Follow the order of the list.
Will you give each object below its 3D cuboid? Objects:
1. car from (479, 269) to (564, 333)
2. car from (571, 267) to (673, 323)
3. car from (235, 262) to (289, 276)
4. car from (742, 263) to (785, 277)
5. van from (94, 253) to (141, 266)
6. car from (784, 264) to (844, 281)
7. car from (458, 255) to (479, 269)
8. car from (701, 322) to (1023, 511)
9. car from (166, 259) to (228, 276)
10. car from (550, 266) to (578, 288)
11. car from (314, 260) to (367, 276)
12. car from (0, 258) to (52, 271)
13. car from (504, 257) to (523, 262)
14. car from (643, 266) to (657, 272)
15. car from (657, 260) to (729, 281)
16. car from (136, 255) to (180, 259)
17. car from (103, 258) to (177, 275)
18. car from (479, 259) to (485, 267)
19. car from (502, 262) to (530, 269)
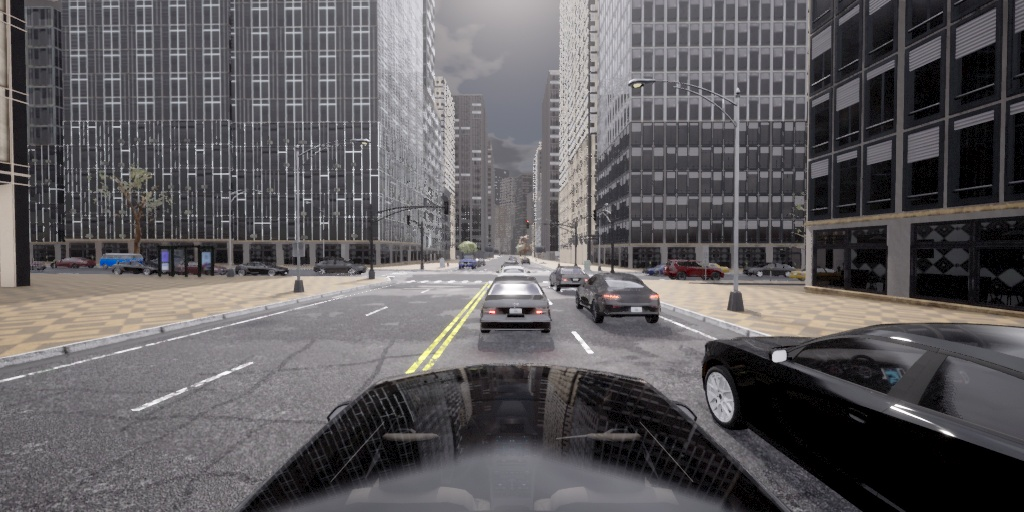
[{"bbox_3d":[0.094,1.293,10.660,2.033,1.411,5.357,0,0,0],"label":"car"},{"bbox_3d":[3.344,1.271,11.930,1.812,1.442,4.674,0,0,0],"label":"car"},{"bbox_3d":[-22.756,1.172,32.666,4.313,1.339,1.948,0,0,1],"label":"car"},{"bbox_3d":[27.012,1.458,37.769,4.892,1.490,1.837,1,1,1],"label":"car"},{"bbox_3d":[-45.319,0.603,41.615,3.998,1.789,1.690,0,0,1],"label":"van"},{"bbox_3d":[27.618,1.577,31.982,4.829,1.417,1.751,0,0,1],"label":"car"},{"bbox_3d":[-6.639,0.933,53.890,2.150,2.045,5.566,0,0,0],"label":"car"},{"bbox_3d":[3.344,1.227,2.584,1.882,1.535,5.008,0,0,0],"label":"car"},{"bbox_3d":[-28.440,1.136,32.794,4.207,1.307,1.802,0,0,1],"label":"car"},{"bbox_3d":[3.337,1.286,21.341,2.033,1.411,5.357,0,0,0],"label":"car"},{"bbox_3d":[-16.841,1.119,35.318,4.892,1.490,1.837,1,1,0],"label":"car"},{"bbox_3d":[-49.792,0.840,35.959,4.674,1.442,1.812,0,1,2],"label":"car"},{"bbox_3d":[-0.157,1.205,47.215,2.128,1.511,4.902,0,0,6],"label":"car"},{"bbox_3d":[16.696,1.410,37.940,5.357,1.411,2.033,0,1,1],"label":"car"},{"bbox_3d":[16.170,1.267,32.169,5.009,1.841,2.192,0,0,1],"label":"car"},{"bbox_3d":[-33.605,0.956,35.587,4.902,1.511,2.128,0,1,1],"label":"car"},{"bbox_3d":[-34.121,1.068,32.963,4.313,1.339,1.948,0,0,1],"label":"car"},{"bbox_3d":[-6.613,1.191,63.808,2.128,1.511,4.902,0,0,0],"label":"car"},{"bbox_3d":[0.086,1.265,20.251,1.812,1.442,4.674,0,0,0],"label":"car"}]
